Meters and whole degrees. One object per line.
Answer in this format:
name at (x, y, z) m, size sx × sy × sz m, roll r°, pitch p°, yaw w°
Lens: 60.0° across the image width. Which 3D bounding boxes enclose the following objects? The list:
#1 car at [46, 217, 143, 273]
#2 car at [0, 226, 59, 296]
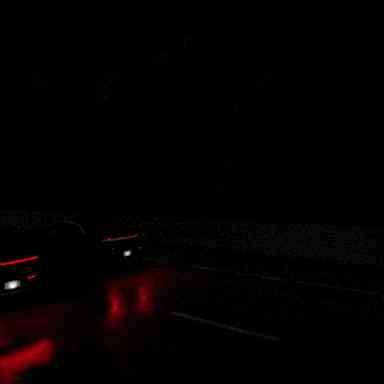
car at (-3.832, 1.577, 11.024) m, size 4.902 × 1.511 × 2.128 m, roll -1°, pitch 0°, yaw 36°
car at (-5.469, 1.585, 7.894) m, size 4.892 × 1.490 × 1.837 m, roll -1°, pitch 0°, yaw 36°
